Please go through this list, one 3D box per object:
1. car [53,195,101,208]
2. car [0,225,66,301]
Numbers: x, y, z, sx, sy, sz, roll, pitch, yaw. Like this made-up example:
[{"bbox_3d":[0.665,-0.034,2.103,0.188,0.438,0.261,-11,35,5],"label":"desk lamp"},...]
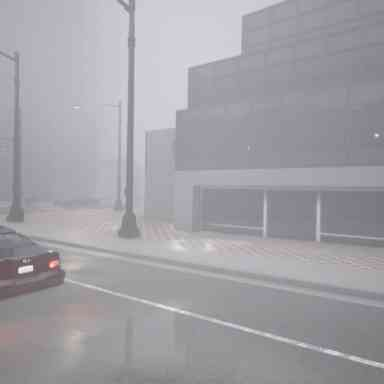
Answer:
[{"bbox_3d":[-13.115,1.064,38.377,2.033,1.411,5.357,1,1,36],"label":"car"},{"bbox_3d":[-5.149,1.456,7.669,5.357,1.411,2.033,1,0,35],"label":"car"}]
